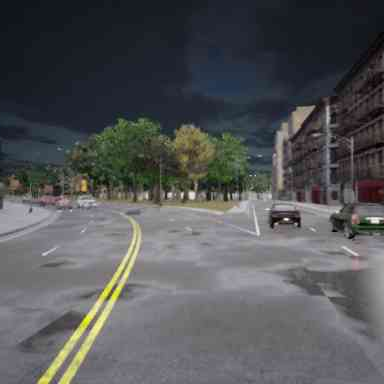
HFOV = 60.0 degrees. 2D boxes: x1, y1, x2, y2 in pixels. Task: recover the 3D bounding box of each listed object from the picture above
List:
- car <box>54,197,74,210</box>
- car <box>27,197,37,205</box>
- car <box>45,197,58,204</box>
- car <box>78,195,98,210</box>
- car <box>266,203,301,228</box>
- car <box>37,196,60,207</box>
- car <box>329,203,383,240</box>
[{"bbox_3d":[-18.830,1.911,49.183,1.812,1.442,4.674,-1,0,-28],"label":"car"},{"bbox_3d":[-35.649,2.159,75.977,1.994,1.385,4.181,-1,0,-33],"label":"car"},{"bbox_3d":[-32.896,2.059,77.702,1.837,1.490,4.892,-1,0,-33],"label":"car"},{"bbox_3d":[-16.016,1.554,50.897,2.150,2.045,5.566,-1,0,-28],"label":"car"},{"bbox_3d":[6.111,1.511,22.484,1.882,1.535,5.008,-1,-1,10],"label":"car"},{"bbox_3d":[-27.099,1.719,62.698,2.150,2.045,5.566,-1,0,-33],"label":"car"},{"bbox_3d":[8.391,1.314,16.676,2.097,1.767,4.553,-1,0,10],"label":"car"}]
